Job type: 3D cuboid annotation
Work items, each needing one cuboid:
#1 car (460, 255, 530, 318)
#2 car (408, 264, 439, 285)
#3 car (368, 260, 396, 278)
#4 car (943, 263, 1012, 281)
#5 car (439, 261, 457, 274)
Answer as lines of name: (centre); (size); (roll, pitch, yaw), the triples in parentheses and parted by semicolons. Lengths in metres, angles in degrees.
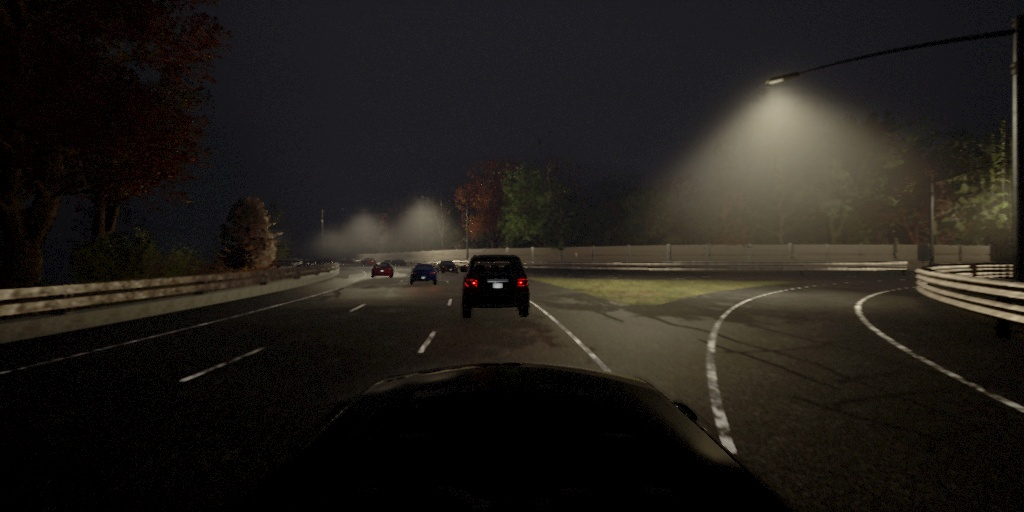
car: (-0.716, 0.976, 13.307); (2.150, 2.045, 5.566); (0, 0, -6)
car: (-6.567, 1.305, 26.896); (1.812, 1.442, 4.674); (0, 0, -12)
car: (-12.819, 1.368, 35.556); (1.994, 1.385, 4.181); (0, 0, -18)
car: (36.189, 1.219, 27.697); (4.718, 1.301, 1.895); (0, 0, -13)
car: (-7.530, 1.311, 41.394); (1.812, 1.442, 4.674); (0, 0, -20)
